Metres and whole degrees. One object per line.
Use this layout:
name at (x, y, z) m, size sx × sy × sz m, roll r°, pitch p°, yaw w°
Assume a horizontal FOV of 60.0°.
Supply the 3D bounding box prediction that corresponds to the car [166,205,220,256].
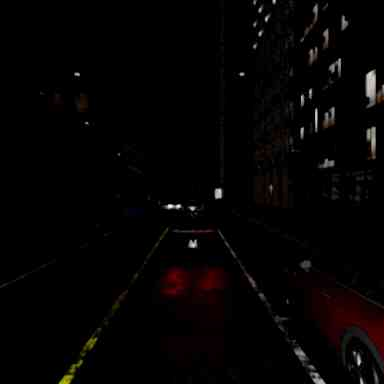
car at (0.049, 1.485, 13.084) m, size 2.128 × 1.511 × 4.902 m, roll 0°, pitch 0°, yaw 0°

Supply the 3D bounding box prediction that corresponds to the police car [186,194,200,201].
police car at (0.277, 1.404, 83.569) m, size 1.930 × 1.638 × 5.238 m, roll 0°, pitch 0°, yaw -18°

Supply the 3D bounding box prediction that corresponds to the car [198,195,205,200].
car at (2.723, 1.549, 95.368) m, size 1.947 × 1.339 × 4.313 m, roll 0°, pitch 0°, yaw 0°

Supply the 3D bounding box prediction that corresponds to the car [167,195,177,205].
car at (-3.031, 1.577, 58.256) m, size 1.895 × 1.301 × 4.718 m, roll 0°, pitch 0°, yaw 1°

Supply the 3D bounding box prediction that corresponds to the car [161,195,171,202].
car at (-5.665, 1.418, 72.777) m, size 1.967 × 1.590 × 4.097 m, roll 0°, pitch 0°, yaw 0°

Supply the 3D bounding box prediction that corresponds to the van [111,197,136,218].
van at (-5.680, 1.326, 27.588) m, size 1.690 × 1.788 × 3.998 m, roll 0°, pitch 0°, yaw 0°

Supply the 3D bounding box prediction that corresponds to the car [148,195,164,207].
car at (-5.673, 1.558, 50.182) m, size 1.802 × 1.307 × 4.206 m, roll 0°, pitch 0°, yaw 0°

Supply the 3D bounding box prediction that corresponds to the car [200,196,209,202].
car at (2.715, 1.503, 72.944) m, size 1.752 × 1.417 × 4.829 m, roll 0°, pitch 0°, yaw 0°

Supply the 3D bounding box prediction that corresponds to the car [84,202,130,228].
car at (-5.683, 1.554, 21.939) m, size 1.947 × 1.339 × 4.313 m, roll 0°, pitch 0°, yaw 0°

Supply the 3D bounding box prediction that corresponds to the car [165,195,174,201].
car at (-5.661, 1.530, 84.073) m, size 2.008 × 1.369 × 4.403 m, roll 0°, pitch 0°, yaw 0°

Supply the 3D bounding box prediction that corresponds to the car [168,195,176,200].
car at (-5.658, 1.549, 95.370) m, size 1.947 × 1.339 × 4.313 m, roll 0°, pitch 0°, yaw 0°

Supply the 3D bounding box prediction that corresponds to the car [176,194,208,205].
car at (0.054, 1.336, 27.998) m, size 2.097 × 1.767 × 4.553 m, roll 0°, pitch 0°, yaw 1°

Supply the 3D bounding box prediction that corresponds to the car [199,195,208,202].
car at (2.718, 1.418, 78.421) m, size 1.967 × 1.590 × 4.097 m, roll 0°, pitch 0°, yaw 0°

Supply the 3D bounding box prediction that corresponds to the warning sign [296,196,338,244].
warning sign at (5.072, 1.108, 13.579) m, size 1.300 × 1.860 × 1.060 m, roll 0°, pitch 0°, yaw 0°

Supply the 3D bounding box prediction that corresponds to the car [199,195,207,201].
car at (2.719, 1.530, 84.071) m, size 2.008 × 1.369 × 4.403 m, roll 0°, pitch 0°, yaw 0°

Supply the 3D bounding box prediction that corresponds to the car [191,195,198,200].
car at (0.814, 1.488, 93.600) m, size 1.837 × 1.490 × 4.892 m, roll 0°, pitch 0°, yaw 1°

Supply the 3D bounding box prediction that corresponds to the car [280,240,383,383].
car at (2.692, 1.437, 4.990) m, size 1.967 × 1.590 × 4.097 m, roll 0°, pitch 0°, yaw 0°

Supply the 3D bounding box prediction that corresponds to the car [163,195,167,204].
car at (-5.671, 1.558, 55.830) m, size 1.802 × 1.307 × 4.206 m, roll 0°, pitch 0°, yaw 0°
